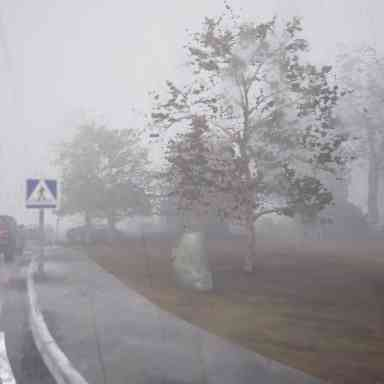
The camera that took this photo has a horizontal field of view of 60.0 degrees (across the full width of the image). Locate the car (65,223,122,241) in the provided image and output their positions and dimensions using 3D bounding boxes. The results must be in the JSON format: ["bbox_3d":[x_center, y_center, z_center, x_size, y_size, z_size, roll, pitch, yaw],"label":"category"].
[{"bbox_3d":[-9.401,3.793,31.849,5.008,1.535,2.097,1,-5,-19],"label":"car"}]

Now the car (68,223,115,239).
[{"bbox_3d":[-11.165,4.303,37.038,4.792,1.488,2.163,1,-5,-19],"label":"car"}]

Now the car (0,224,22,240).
[{"bbox_3d":[-20.776,4.503,37.843,1.882,1.535,5.008,1,-5,-19],"label":"car"}]

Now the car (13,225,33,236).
[{"bbox_3d":[-24.192,5.444,47.686,1.994,1.385,4.181,1,-5,-19],"label":"car"}]

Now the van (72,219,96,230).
[{"bbox_3d":[-21.209,6.433,65.558,4.442,1.987,1.878,1,-4,-19],"label":"van"}]

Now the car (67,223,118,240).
[{"bbox_3d":[-10.288,4.034,34.444,4.892,1.521,2.231,1,-5,-19],"label":"car"}]

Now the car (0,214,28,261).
[{"bbox_3d":[-9.416,2.118,15.771,2.150,2.045,5.566,1,-5,-21],"label":"car"}]

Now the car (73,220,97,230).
[{"bbox_3d":[-21.969,6.725,68.193,4.553,1.767,2.185,1,-4,-19],"label":"car"}]

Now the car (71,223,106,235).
[{"bbox_3d":[-14.796,5.230,47.407,4.674,1.452,2.002,1,-5,-19],"label":"car"}]

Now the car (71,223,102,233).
[{"bbox_3d":[-17.466,5.871,55.202,4.792,1.488,2.163,1,-5,-19],"label":"car"}]

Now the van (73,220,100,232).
[{"bbox_3d":[-18.287,5.829,57.842,4.442,1.987,1.878,1,-5,-19],"label":"van"}]

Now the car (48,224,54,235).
[{"bbox_3d":[-19.459,5.010,44.093,2.128,1.511,4.902,1,-5,-19],"label":"car"}]

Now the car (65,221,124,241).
[{"bbox_3d":[-8.502,3.551,29.256,4.892,1.521,2.231,1,-5,-19],"label":"car"}]

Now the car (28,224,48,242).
[{"bbox_3d":[-14.610,3.753,30.329,1.882,1.535,5.008,1,-5,-19],"label":"car"}]
